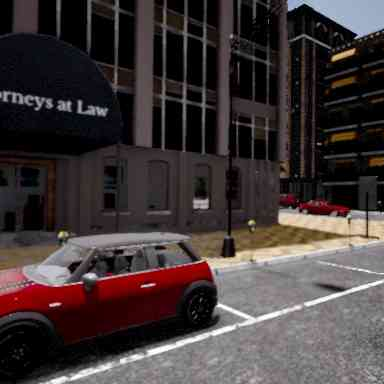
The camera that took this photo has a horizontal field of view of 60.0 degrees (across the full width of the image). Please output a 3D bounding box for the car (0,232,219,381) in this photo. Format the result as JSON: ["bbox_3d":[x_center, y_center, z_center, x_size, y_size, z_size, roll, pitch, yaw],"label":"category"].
[{"bbox_3d":[-1.591,1.455,5.416,4.097,1.590,1.967,1,0,-36],"label":"car"}]

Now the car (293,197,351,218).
[{"bbox_3d":[11.526,1.472,29.023,1.887,1.381,4.507,2,-1,-36],"label":"car"}]

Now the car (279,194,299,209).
[{"bbox_3d":[11.658,1.214,43.109,2.192,1.841,5.009,2,0,-36],"label":"car"}]
